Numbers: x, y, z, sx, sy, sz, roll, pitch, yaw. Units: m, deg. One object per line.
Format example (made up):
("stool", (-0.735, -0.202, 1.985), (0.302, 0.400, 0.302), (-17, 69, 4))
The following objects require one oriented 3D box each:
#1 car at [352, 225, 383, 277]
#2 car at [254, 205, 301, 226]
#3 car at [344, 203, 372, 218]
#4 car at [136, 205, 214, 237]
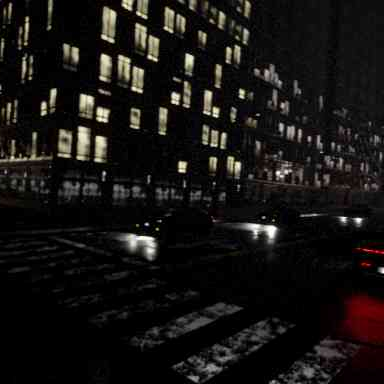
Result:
("car", (6.329, 1.735, 9.881), (1.837, 1.490, 4.892), (3, 1, 43))
("car", (6.326, 1.640, 24.448), (1.994, 1.385, 4.181), (3, 1, 43))
("car", (19.174, 2.067, 38.402), (1.882, 1.535, 5.008), (3, 1, 43))
("car", (-0.726, 1.355, 16.749), (1.994, 1.385, 4.181), (3, 1, 43))
